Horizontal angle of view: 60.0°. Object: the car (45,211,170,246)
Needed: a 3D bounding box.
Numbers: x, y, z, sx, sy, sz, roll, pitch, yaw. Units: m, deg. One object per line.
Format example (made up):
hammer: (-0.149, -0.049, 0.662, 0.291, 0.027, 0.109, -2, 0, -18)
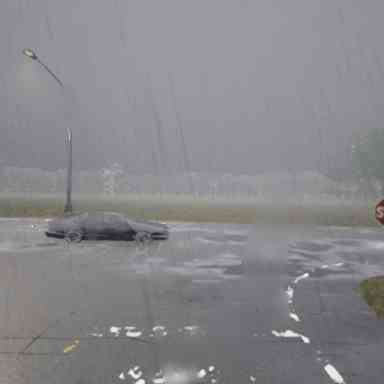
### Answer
car: (-3.723, 1.583, 15.092, 5.357, 1.411, 2.033, 1, 0, 0)
